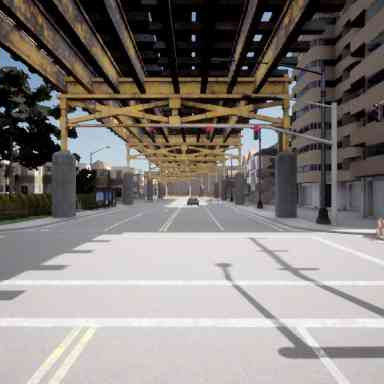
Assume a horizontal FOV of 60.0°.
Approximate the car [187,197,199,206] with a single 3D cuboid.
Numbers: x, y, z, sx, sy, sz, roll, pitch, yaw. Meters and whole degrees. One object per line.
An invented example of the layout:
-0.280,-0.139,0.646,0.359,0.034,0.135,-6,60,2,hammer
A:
0.173,1.585,56.241,1.994,1.385,4.181,0,0,0,car
